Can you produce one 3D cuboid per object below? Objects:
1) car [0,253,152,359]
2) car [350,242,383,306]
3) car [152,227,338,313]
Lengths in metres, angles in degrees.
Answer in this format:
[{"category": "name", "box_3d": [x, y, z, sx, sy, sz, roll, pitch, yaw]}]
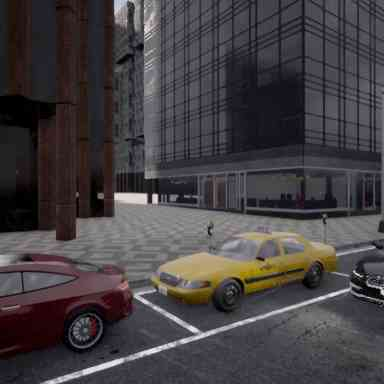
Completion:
[{"category": "car", "box_3d": [-2.879, 1.582, 4.596, 4.206, 1.307, 1.802, 0, 0, -35]}, {"category": "car", "box_3d": [5.352, 1.503, 7.169, 4.892, 1.490, 1.837, 0, 0, -35]}, {"category": "car", "box_3d": [1.418, 1.524, 7.644, 4.829, 1.417, 1.752, 0, 0, -35]}]
